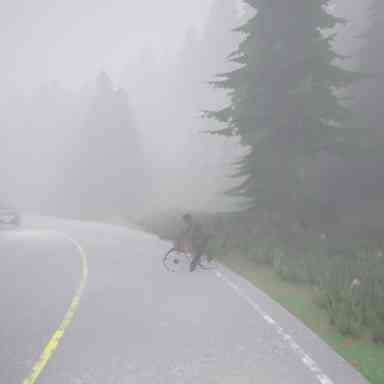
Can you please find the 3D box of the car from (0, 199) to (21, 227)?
[{"bbox_3d":[-12.775,1.451,21.592,4.902,1.511,2.128,0,0,44],"label":"car"}]

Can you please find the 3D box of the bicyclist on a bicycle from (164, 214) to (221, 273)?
[{"bbox_3d":[0.024,1.427,9.260,1.656,1.620,0.582,0,0,-15],"label":"bicyclist on a bicycle"}]
